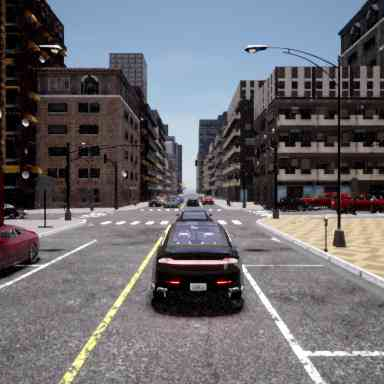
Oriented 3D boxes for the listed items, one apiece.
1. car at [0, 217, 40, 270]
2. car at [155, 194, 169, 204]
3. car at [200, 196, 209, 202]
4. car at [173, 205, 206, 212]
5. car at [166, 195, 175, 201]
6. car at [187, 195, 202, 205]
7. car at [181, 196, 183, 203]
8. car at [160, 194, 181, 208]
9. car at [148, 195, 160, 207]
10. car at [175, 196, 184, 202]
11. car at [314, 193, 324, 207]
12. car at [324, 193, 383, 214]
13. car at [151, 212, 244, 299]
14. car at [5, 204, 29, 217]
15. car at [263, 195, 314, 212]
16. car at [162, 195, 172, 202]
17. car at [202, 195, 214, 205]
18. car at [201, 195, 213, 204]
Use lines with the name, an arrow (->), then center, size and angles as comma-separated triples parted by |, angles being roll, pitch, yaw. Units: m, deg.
car -> -5.730, 1.582, 9.199 | 1.802, 1.307, 4.206 | 0, 0, 0
car -> -5.610, 1.337, 62.588 | 2.192, 1.841, 5.009 | 0, 0, 0
car -> 2.786, 1.613, 73.944 | 1.802, 1.307, 4.206 | 0, 0, 0
car -> 0.121, 1.565, 17.020 | 1.994, 1.385, 4.181 | 0, 0, 0
car -> -5.580, 1.481, 85.318 | 1.967, 1.590, 4.097 | 0, 0, 0
car -> 0.175, 1.581, 55.657 | 1.994, 1.385, 4.181 | 0, 0, 0
car -> -3.005, 1.620, 58.103 | 1.895, 1.301, 4.718 | 0, 0, 0
car -> -3.003, 1.365, 48.170 | 2.097, 1.767, 4.553 | 0, 0, 0
car -> -5.624, 1.581, 51.223 | 1.947, 1.339, 4.313 | 0, 0, 0
car -> -2.898, 1.572, 79.039 | 2.033, 1.411, 5.357 | 0, 0, 0
car -> 14.608, 1.015, 37.512 | 5.009, 1.841, 2.192 | -1, 1, 0
car -> 14.731, 1.029, 29.134 | 5.009, 1.841, 2.192 | -1, 1, 0
car -> 0.113, 1.491, 8.405 | 2.128, 1.511, 4.902 | 0, 0, 0
car -> -18.130, 1.806, 31.496 | 4.902, 1.511, 2.128 | -1, 0, 0
car -> 9.735, 1.322, 34.664 | 4.674, 1.442, 1.812 | -1, 0, -4
car -> -5.595, 1.471, 73.953 | 1.967, 1.590, 4.097 | 0, 0, 0
car -> 2.763, 1.458, 56.897 | 1.967, 1.590, 4.097 | 0, 0, 0
car -> 2.770, 1.462, 62.579 | 1.967, 1.590, 4.097 | 0, 0, 0
